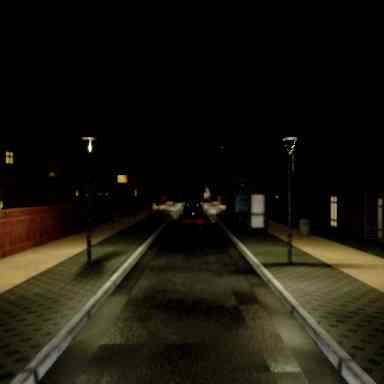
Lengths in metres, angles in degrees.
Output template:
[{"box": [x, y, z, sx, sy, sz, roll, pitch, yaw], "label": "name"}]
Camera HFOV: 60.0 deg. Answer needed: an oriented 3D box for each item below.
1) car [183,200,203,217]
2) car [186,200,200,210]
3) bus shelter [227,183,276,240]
[{"box": [0.124, 1.688, 32.376, 1.895, 1.301, 4.718, 0, 0, 1], "label": "car"}, {"box": [0.144, 1.736, 45.121, 1.895, 1.301, 4.718, 0, 0, 1], "label": "car"}, {"box": [3.061, 0.917, 17.879, 1.920, 2.740, 3.880, 1, 0, 0], "label": "bus shelter"}]
